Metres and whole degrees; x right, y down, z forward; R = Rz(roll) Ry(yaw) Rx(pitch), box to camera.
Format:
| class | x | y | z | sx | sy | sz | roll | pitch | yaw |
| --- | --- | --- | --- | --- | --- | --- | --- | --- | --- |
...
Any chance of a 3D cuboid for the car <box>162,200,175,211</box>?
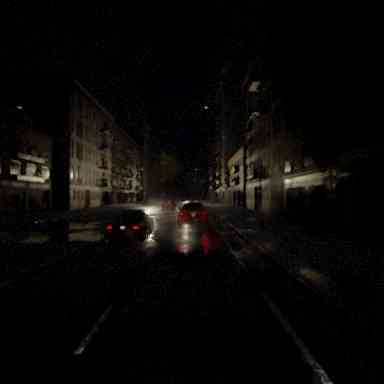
| class | x | y | z | sx | sy | sz | roll | pitch | yaw |
| --- | --- | --- | --- | --- | --- | --- | --- | --- | --- |
| car | -3.174 | 1.889 | 46.631 | 2.128 | 1.511 | 4.902 | 0 | 0 | 0 |

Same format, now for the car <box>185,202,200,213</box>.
| class | x | y | z | sx | sy | sz | roll | pitch | yaw |
| --- | --- | --- | --- | --- | --- | --- | --- | --- | --- |
| car | 0.078 | 1.969 | 43.558 | 1.895 | 1.301 | 4.718 | 0 | -1 | 0 |

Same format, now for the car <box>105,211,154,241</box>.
| class | x | y | z | sx | sy | sz | roll | pitch | yaw |
| --- | --- | --- | --- | --- | --- | --- | --- | --- | --- |
| car | -3.161 | 1.692 | 17.632 | 2.033 | 1.411 | 5.357 | 0 | 0 | 0 |

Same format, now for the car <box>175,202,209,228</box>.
| class | x | y | z | sx | sy | sz | roll | pitch | yaw |
| --- | --- | --- | --- | --- | --- | --- | --- | --- | --- |
| car | 0.089 | 1.549 | 23.989 | 2.097 | 1.767 | 4.553 | 0 | -1 | 0 |
